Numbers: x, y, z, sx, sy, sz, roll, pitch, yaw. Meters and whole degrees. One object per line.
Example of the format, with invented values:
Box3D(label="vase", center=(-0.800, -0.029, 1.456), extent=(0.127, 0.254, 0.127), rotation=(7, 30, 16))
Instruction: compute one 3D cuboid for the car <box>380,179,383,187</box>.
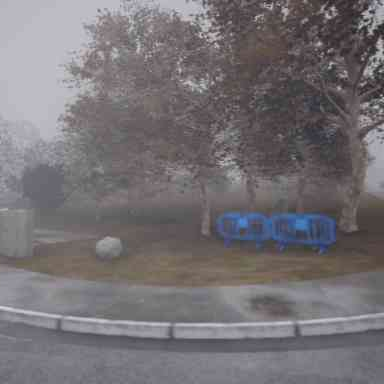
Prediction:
Box3D(label="car", center=(29.214, -1.348, 49.323), extent=(1.895, 1.301, 4.718), rotation=(1, 3, 21))

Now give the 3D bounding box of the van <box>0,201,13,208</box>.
Box3D(label="van", center=(-10.059, 1.352, 14.511), extent=(1.878, 1.987, 4.442), rotation=(0, -1, 16))
